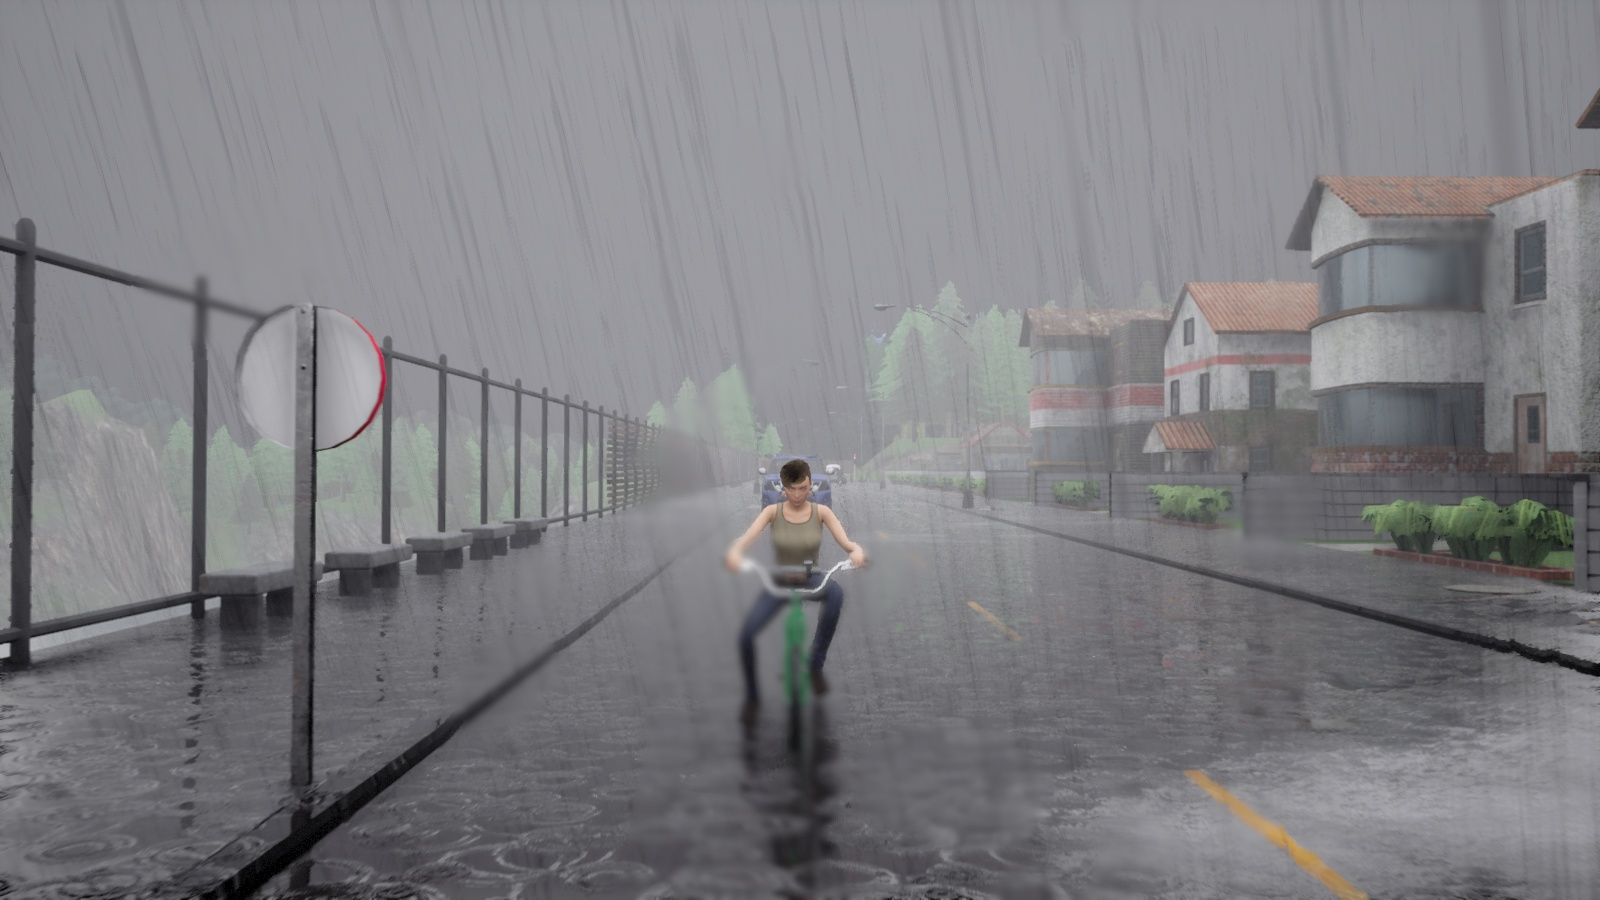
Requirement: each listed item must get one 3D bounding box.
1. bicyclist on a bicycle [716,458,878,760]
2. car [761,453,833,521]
[{"bbox_3d":[-0.013,0.862,7.491,0.866,1.612,1.509,0,-1,0],"label":"bicyclist on a bicycle"},{"bbox_3d":[-0.100,1.147,40.709,2.150,2.045,5.566,0,-1,0],"label":"car"}]
